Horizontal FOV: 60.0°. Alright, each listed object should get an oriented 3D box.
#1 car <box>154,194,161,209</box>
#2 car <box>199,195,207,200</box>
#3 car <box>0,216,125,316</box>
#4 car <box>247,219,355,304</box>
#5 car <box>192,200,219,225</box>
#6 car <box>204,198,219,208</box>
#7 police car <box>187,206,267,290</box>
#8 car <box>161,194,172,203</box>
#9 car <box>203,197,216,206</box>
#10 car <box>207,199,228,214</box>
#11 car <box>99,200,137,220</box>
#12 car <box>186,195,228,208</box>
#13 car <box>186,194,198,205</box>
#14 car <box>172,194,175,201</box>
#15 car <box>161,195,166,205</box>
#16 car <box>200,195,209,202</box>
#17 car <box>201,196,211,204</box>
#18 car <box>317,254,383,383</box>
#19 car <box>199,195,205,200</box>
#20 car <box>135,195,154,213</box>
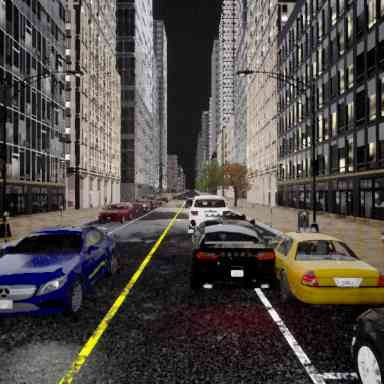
[{"bbox_3d":[-5.646,1.284,41.968,2.192,1.841,5.009,0,0,0],"label":"car"},{"bbox_3d":[2.773,1.410,87.346,1.887,1.381,4.507,1,0,0],"label":"car"},{"bbox_3d":[-2.994,1.525,7.614,1.812,1.442,4.674,0,0,0],"label":"car"},{"bbox_3d":[2.702,1.524,8.069,1.752,1.417,4.829,0,0,0],"label":"car"},{"bbox_3d":[0.921,1.466,25.136,1.882,1.535,5.008,0,0,0],"label":"car"},{"bbox_3d":[2.737,1.542,47.622,1.802,1.307,4.206,1,0,0],"label":"car"},{"bbox_3d":[0.907,1.424,9.246,1.930,1.638,5.238,0,0,0],"label":"police car"},{"bbox_3d":[-5.626,1.241,64.670,2.192,1.841,5.009,1,0,0],"label":"car"},{"bbox_3d":[2.743,1.532,53.297,1.802,1.307,4.206,1,0,0],"label":"car"},{"bbox_3d":[2.727,1.542,36.273,1.947,1.339,4.313,0,0,0],"label":"car"},{"bbox_3d":[-5.663,1.533,24.940,1.887,1.381,4.507,0,0,0],"label":"car"},{"bbox_3d":[0.916,1.218,19.166,2.150,2.045,5.566,0,0,0],"label":"car"},{"bbox_3d":[0.051,1.289,59.590,2.097,1.767,4.553,0,0,0],"label":"car"},{"bbox_3d":[-5.617,1.338,76.021,1.967,1.590,4.097,1,0,0],"label":"car"},{"bbox_3d":[-5.638,1.532,53.318,1.802,1.307,4.206,1,0,0],"label":"car"},{"bbox_3d":[2.763,1.463,75.996,1.947,1.339,4.313,1,0,0],"label":"car"},{"bbox_3d":[2.753,1.451,64.817,1.752,1.417,4.829,1,0,0],"label":"car"},{"bbox_3d":[2.697,1.551,2.222,2.008,1.369,4.403,0,0,0],"label":"car"},{"bbox_3d":[2.778,1.430,93.019,1.802,1.307,4.206,1,0,0],"label":"car"},{"bbox_3d":[-5.652,1.416,36.293,1.967,1.590,4.097,0,0,0],"label":"car"}]
